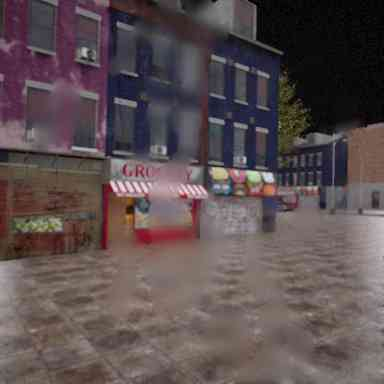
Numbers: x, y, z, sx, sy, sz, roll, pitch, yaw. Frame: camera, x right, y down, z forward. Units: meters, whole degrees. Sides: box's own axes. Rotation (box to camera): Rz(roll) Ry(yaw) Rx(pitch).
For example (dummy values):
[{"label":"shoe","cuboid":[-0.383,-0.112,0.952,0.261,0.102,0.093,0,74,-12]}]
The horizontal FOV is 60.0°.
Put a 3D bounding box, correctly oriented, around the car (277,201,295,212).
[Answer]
[{"label":"car","cuboid":[9.741,1.683,38.260,1.994,1.385,4.181,2,-2,-35]}]
